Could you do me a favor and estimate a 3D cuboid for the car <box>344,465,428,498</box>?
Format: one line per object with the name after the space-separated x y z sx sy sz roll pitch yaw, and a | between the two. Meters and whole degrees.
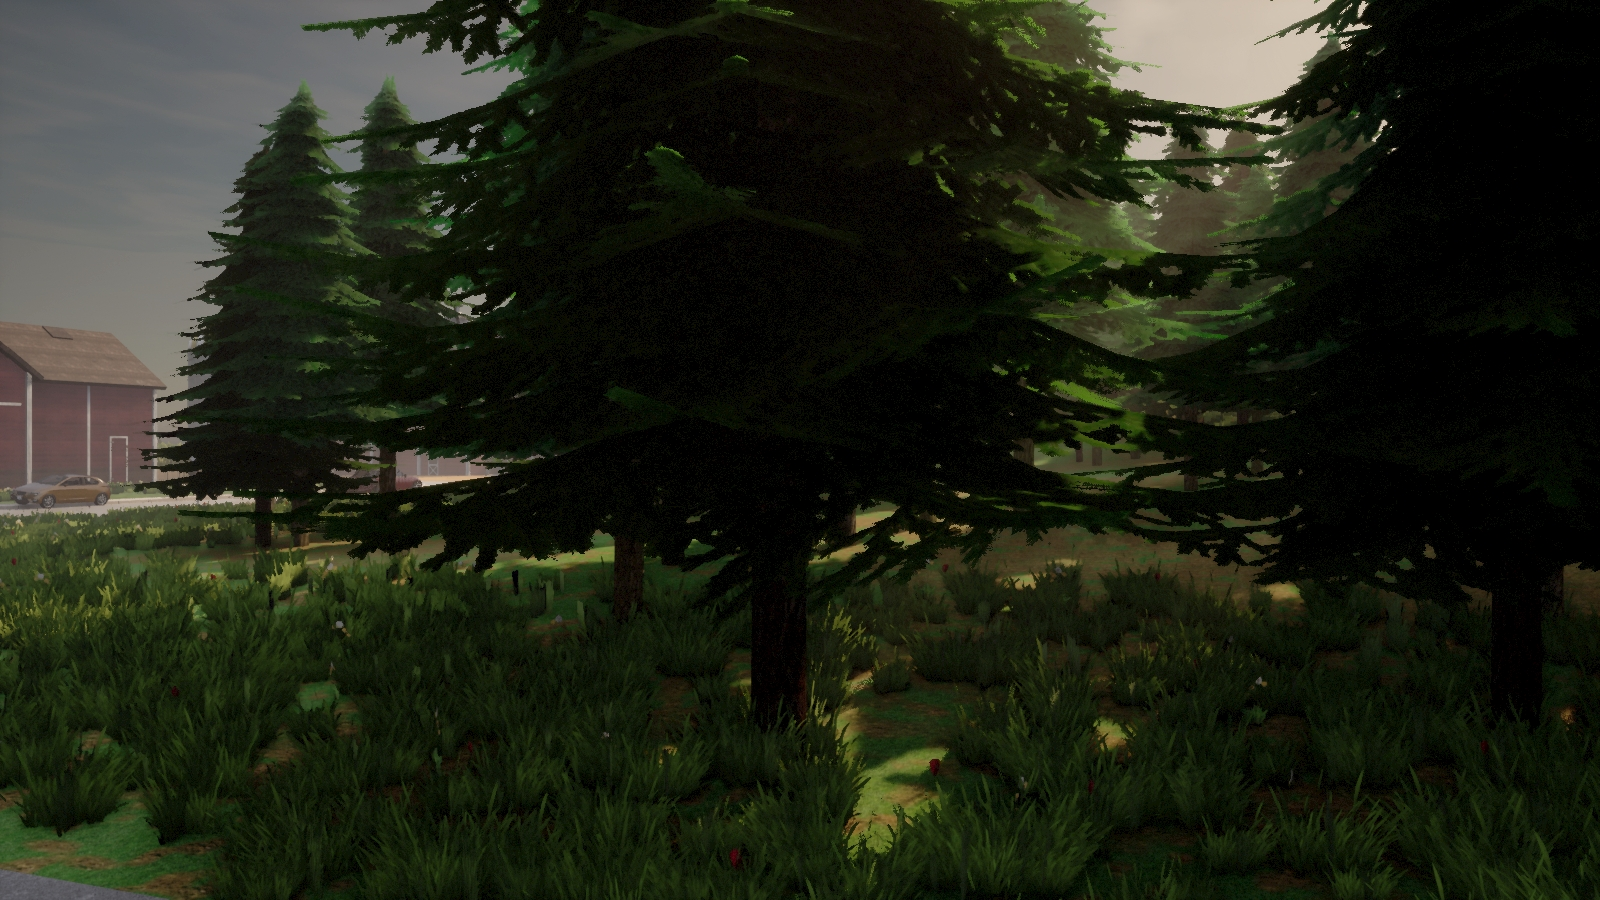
-23.487 1.766 64.985 2.097 1.767 4.553 0 0 20 | car
